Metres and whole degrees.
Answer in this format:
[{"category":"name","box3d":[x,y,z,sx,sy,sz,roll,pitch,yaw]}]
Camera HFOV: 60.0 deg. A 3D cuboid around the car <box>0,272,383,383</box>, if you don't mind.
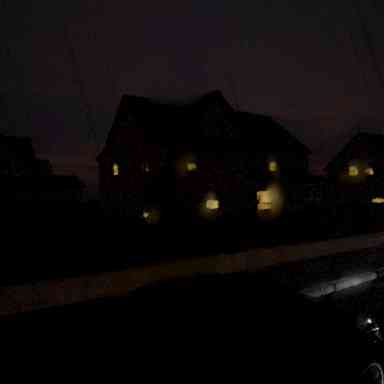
[{"category":"car","box3d":[0.025,1.563,3.098,4.181,1.385,1.994,0,0,-36]}]
